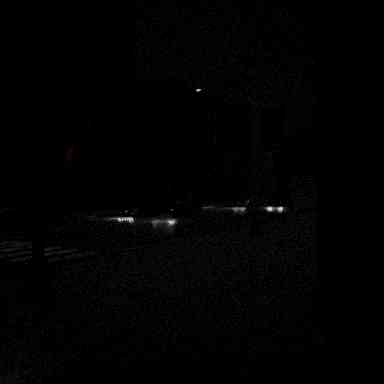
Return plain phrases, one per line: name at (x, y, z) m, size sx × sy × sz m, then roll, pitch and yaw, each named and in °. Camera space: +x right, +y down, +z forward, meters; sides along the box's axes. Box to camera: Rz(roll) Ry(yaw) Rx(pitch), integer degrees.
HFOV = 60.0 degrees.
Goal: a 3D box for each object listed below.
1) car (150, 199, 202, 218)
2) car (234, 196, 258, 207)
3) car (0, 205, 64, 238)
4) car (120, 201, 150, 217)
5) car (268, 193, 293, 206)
car at (-1.079, 1.380, 28.945) m, size 1.882 × 1.535 × 5.008 m, roll 0°, pitch 0°, yaw 35°
car at (7.614, 1.318, 46.780) m, size 2.128 × 1.511 × 4.902 m, roll 0°, pitch 0°, yaw 36°
car at (-9.112, 1.466, 17.318) m, size 1.837 × 1.490 × 4.892 m, roll 0°, pitch 0°, yaw 32°
car at (-4.423, 1.478, 29.847) m, size 1.994 × 1.385 × 4.181 m, roll 0°, pitch 0°, yaw 35°
car at (13.034, 1.025, 48.740) m, size 2.150 × 2.045 × 5.566 m, roll 0°, pitch 0°, yaw 36°
